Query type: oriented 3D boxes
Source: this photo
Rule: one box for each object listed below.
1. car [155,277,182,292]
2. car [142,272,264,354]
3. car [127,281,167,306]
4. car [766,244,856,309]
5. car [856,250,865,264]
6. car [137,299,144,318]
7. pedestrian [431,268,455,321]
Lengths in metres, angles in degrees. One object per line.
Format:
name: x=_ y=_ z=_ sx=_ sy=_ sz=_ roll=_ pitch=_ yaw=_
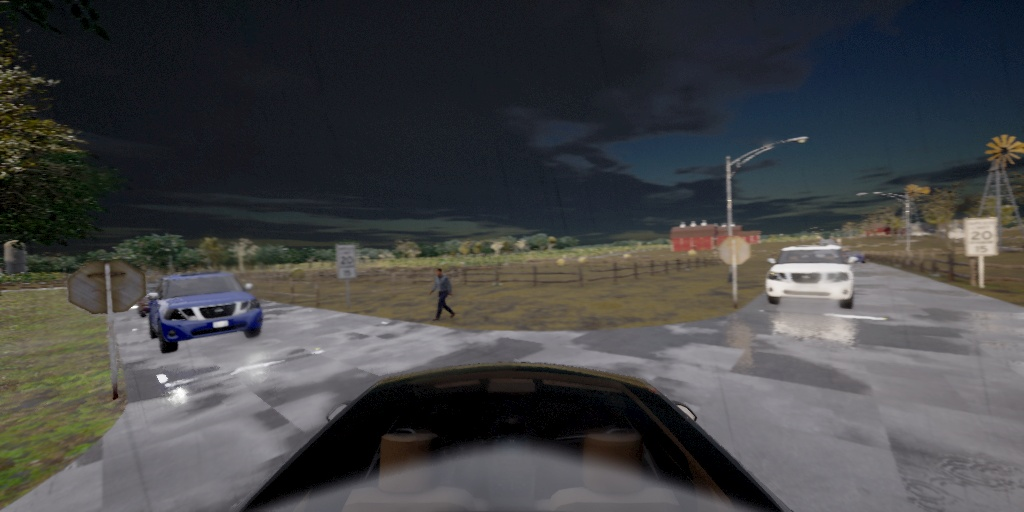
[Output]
car: x=-41.142 y=3.352 z=42.915 sx=5.008 sy=1.535 sz=1.882 roll=-3 pitch=1 yaw=41
car: x=-9.757 y=1.548 z=11.265 sx=5.566 sy=2.045 sz=2.150 roll=-3 pitch=0 yaw=41
car: x=-27.663 y=2.738 z=27.116 sx=4.892 sy=1.490 sz=1.837 roll=-2 pitch=1 yaw=42
car: x=11.013 y=0.613 z=13.195 sx=2.150 sy=2.045 sz=5.566 roll=-2 pitch=0 yaw=43
car: x=43.009 y=0.042 z=45.309 sx=2.097 sy=1.767 sz=4.553 roll=-2 pitch=0 yaw=41
car: x=-18.362 y=2.367 z=18.888 sx=4.718 sy=1.301 sz=1.895 roll=-3 pitch=0 yaw=42
pedestrian: x=-2.321 y=1.211 z=11.979 sx=0.375 sy=1.860 sz=0.375 roll=-2 pitch=2 yaw=41
